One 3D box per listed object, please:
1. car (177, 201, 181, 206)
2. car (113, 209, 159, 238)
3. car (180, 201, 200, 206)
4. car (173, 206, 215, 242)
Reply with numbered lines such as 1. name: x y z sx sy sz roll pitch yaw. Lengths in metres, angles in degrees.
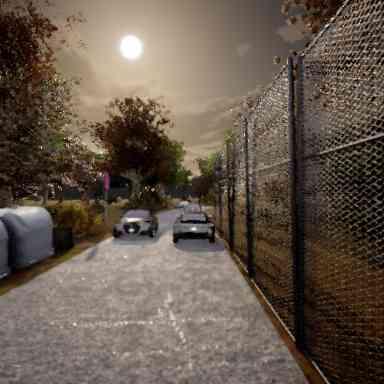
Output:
1. car: -1.412 2.284 58.733 1.812 1.442 4.674 0 -1 6
2. car: -2.864 1.633 17.785 1.994 1.385 4.181 0 0 0
3. car: 0.149 1.835 35.158 2.033 1.411 5.357 0 -1 1
4. car: 0.079 1.624 16.720 1.994 1.385 4.181 0 0 0
